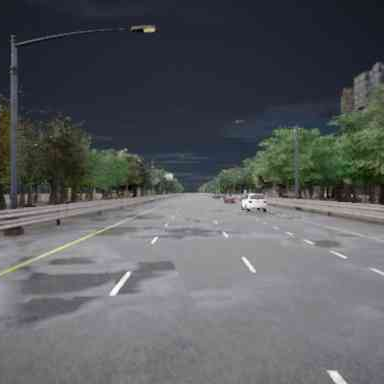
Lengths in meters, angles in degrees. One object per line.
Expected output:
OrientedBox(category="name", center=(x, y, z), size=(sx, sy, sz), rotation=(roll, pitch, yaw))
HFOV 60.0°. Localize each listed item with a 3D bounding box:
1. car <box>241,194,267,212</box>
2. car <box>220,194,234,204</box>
OrientedBox(category="car", center=(7.063, 1.218, 38.221), size=(2.150, 2.045, 5.566), rotation=(0, 0, 0))
OrientedBox(category="car", center=(7.148, 1.517, 65.245), size=(1.812, 1.442, 4.674), rotation=(0, 0, 0))
